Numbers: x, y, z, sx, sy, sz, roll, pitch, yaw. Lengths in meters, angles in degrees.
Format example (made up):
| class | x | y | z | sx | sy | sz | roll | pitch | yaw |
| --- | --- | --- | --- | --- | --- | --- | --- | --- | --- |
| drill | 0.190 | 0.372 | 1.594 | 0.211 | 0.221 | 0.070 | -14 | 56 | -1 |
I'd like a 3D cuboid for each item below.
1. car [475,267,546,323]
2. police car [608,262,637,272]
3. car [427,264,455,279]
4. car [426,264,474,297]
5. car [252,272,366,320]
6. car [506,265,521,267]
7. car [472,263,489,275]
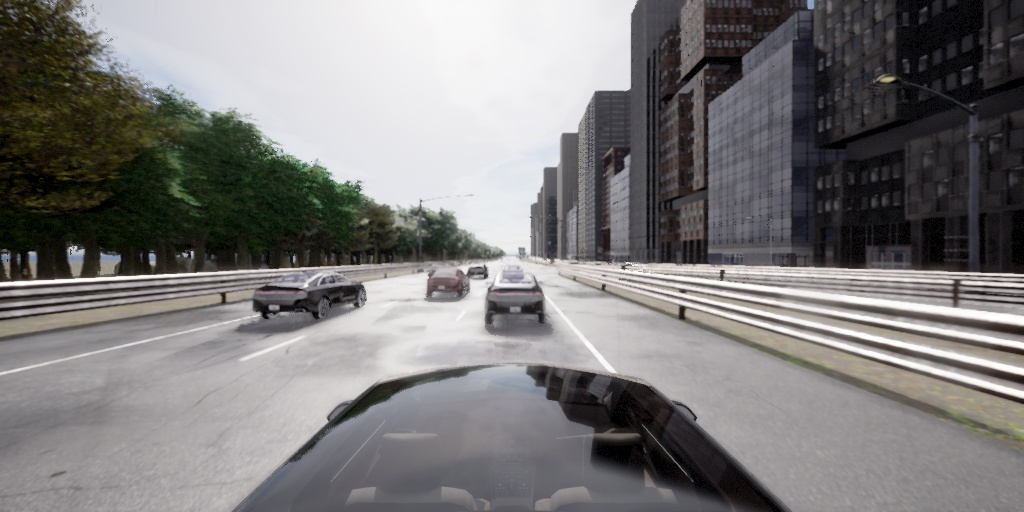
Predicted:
| class | x | y | z | sx | sy | sz | roll | pitch | yaw |
| --- | --- | --- | --- | --- | --- | --- | --- | --- | --- |
| car | 0.097 | 1.293 | 12.405 | 2.128 | 1.511 | 4.902 | 0 | 0 | 0 |
| police car | 12.033 | 1.446 | 40.649 | 1.930 | 1.638 | 5.238 | 0 | 0 | -15 |
| car | -6.902 | 1.525 | 35.371 | 1.895 | 1.301 | 4.718 | 0 | 0 | 0 |
| car | -3.401 | 1.364 | 19.597 | 1.812 | 1.442 | 4.674 | 0 | 0 | 0 |
| car | -6.902 | 1.296 | 12.832 | 2.128 | 1.511 | 4.902 | 0 | 0 | 0 |
| car | 0.100 | 1.443 | 30.345 | 2.033 | 1.411 | 5.357 | 0 | 0 | 0 |
| car | -3.403 | 1.422 | 36.675 | 2.128 | 1.511 | 4.902 | 0 | 0 | 0 |
